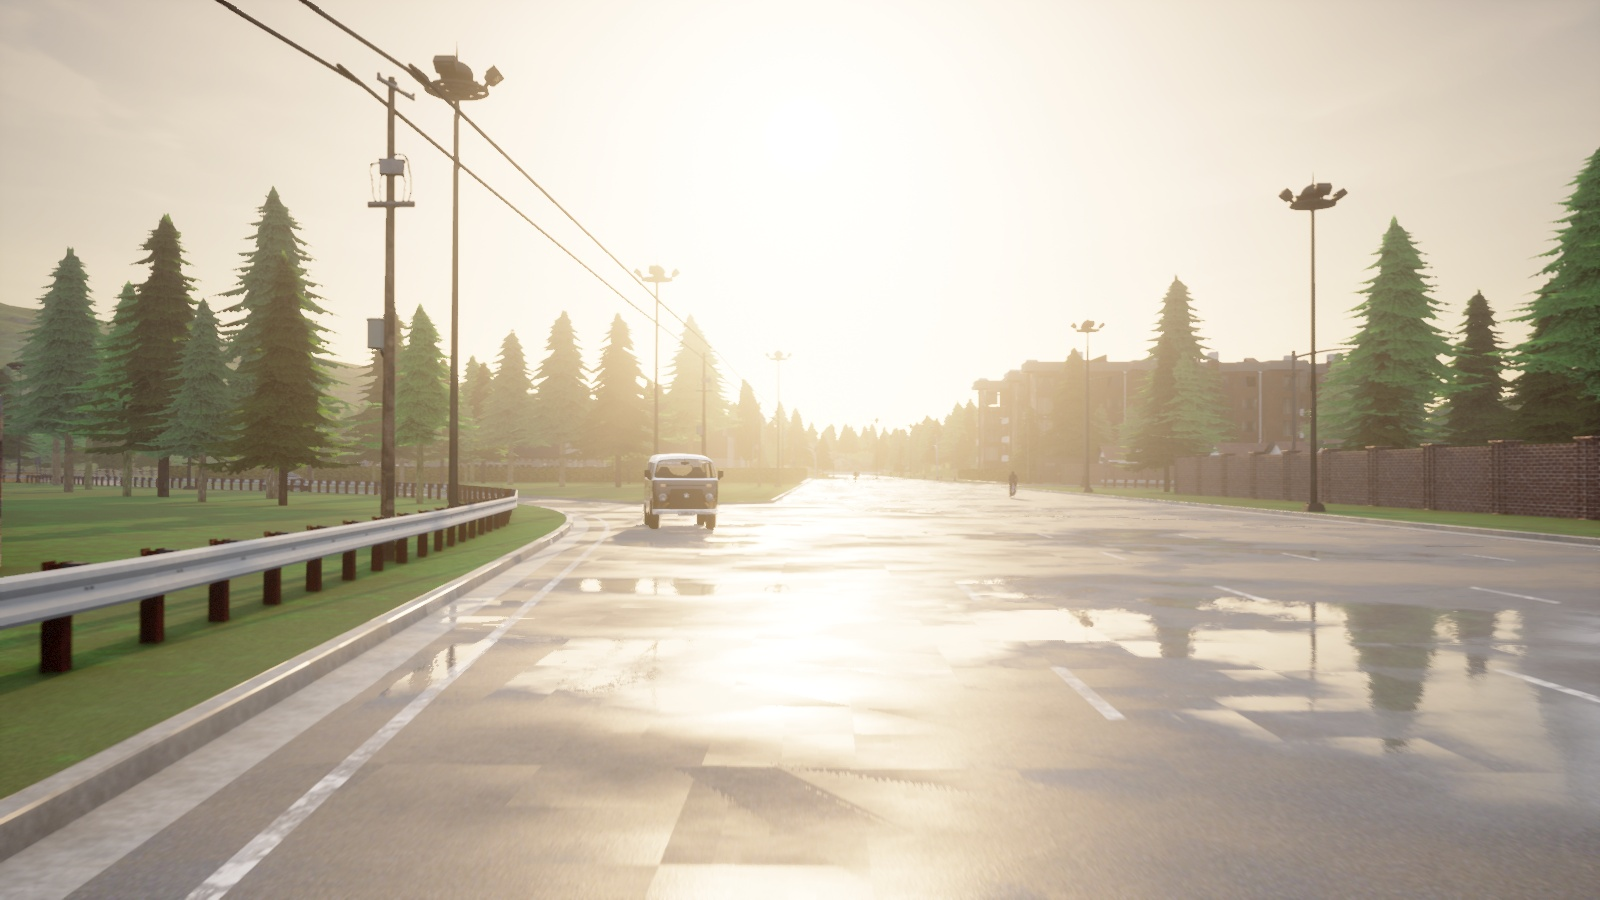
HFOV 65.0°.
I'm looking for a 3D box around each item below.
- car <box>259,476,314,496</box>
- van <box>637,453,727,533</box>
[{"bbox_3d":[-36.246,2.516,88.604,4.181,1.385,1.994,-1,-1,43],"label":"car"},{"bbox_3d":[-3.315,1.128,34.433,2.069,2.038,4.480,0,-1,-10],"label":"van"}]
